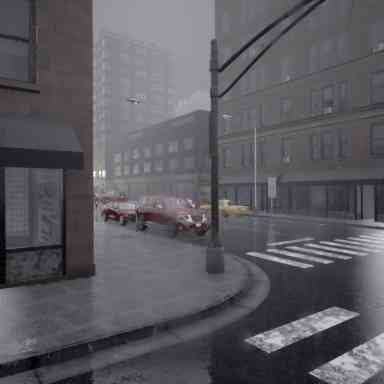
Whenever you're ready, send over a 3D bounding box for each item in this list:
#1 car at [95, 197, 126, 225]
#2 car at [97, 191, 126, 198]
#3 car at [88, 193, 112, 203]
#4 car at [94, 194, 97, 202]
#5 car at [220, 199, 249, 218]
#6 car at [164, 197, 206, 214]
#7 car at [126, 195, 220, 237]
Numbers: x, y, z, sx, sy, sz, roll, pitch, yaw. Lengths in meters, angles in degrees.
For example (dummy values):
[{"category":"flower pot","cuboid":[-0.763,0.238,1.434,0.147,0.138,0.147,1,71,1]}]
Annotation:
[{"category":"car","cuboid":[-4.393,1.288,21.520,1.887,1.381,4.507,1,0,-36]},{"category":"car","cuboid":[-10.333,0.717,44.274,2.192,1.841,5.009,1,0,-36]},{"category":"car","cuboid":[-13.549,0.883,48.717,2.008,1.369,4.403,1,0,-36]},{"category":"car","cuboid":[-14.228,0.882,45.174,1.837,1.490,4.892,0,1,-35]},{"category":"car","cuboid":[2.419,1.222,26.648,1.752,1.417,4.829,1,0,-36]},{"category":"car","cuboid":[-0.695,1.203,30.952,1.802,1.307,4.206,1,0,-36]},{"category":"car","cuboid":[-1.175,1.138,17.079,2.192,1.841,5.009,1,0,-36]}]
